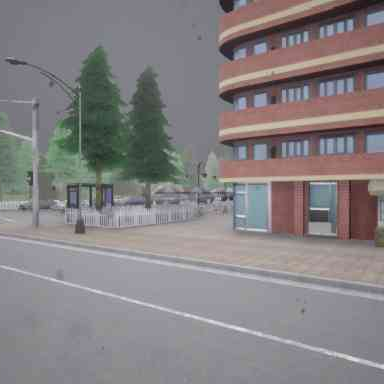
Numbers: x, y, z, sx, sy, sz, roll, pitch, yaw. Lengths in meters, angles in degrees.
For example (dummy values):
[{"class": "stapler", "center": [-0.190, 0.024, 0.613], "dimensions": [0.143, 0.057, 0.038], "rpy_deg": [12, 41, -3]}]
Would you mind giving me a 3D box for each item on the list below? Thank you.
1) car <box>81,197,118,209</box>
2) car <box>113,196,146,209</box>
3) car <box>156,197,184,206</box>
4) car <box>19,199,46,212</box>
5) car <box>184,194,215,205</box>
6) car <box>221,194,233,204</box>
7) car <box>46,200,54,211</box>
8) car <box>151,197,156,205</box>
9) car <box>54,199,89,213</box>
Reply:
[{"class": "car", "center": [-12.467, 1.470, 45.076], "dimensions": [1.812, 1.442, 4.674], "rpy_deg": [0, 0, 37]}, {"class": "car", "center": [-8.243, 1.297, 44.844], "dimensions": [2.097, 1.767, 4.553], "rpy_deg": [0, 0, 38]}, {"class": "car", "center": [-2.565, 1.492, 51.949], "dimensions": [5.357, 1.411, 2.033], "rpy_deg": [0, 0, -45]}, {"class": "car", "center": [-17.492, 1.508, 38.101], "dimensions": [1.994, 1.385, 4.181], "rpy_deg": [0, 0, 36]}, {"class": "car", "center": [1.569, 1.449, 50.673], "dimensions": [4.892, 1.490, 1.837], "rpy_deg": [0, -1, -43]}, {"class": "car", "center": [6.990, 1.166, 50.691], "dimensions": [5.566, 2.045, 2.150], "rpy_deg": [0, 0, -36]}, {"class": "car", "center": [-13.574, 1.470, 37.588], "dimensions": [1.812, 1.442, 4.674], "rpy_deg": [0, 0, 36]}, {"class": "car", "center": [-6.322, 1.470, 52.743], "dimensions": [1.812, 1.442, 4.674], "rpy_deg": [0, 0, 42]}, {"class": "car", "center": [-11.307, 1.545, 34.434], "dimensions": [1.895, 1.301, 4.718], "rpy_deg": [0, 0, 35]}]
